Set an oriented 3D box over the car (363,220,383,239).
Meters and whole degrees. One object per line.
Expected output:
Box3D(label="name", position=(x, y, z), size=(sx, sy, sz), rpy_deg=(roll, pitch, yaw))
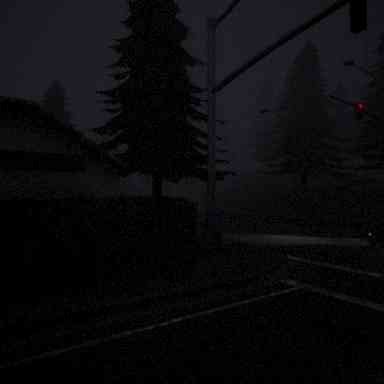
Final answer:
Box3D(label="car", position=(10.302, 1.593, 14.701), size=(4.718, 1.301, 1.895), rpy_deg=(0, 0, 12))
